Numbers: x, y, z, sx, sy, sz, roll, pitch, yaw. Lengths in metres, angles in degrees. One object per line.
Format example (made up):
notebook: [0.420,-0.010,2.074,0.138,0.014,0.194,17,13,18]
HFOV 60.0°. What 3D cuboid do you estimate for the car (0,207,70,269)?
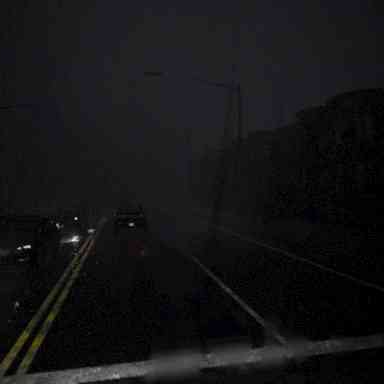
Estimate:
car: [-5.593,1.489,10.919,2.128,1.511,4.902,-1,0,-12]

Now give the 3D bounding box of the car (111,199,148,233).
car: [-3.596,1.431,19.294,2.128,1.511,4.902,-1,0,-12]

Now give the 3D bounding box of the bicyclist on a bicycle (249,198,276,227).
bicyclist on a bicycle: [3.967,1.177,18.751,1.656,1.620,0.582,-1,0,-12]

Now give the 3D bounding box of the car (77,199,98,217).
car: [-9.760,1.420,30.538,1.882,1.535,5.008,-1,0,-12]

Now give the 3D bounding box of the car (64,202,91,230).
car: [-7.664,1.571,20.655,1.895,1.301,4.718,-1,0,-12]

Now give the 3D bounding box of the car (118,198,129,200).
car: [-8.923,1.434,44.147,1.994,1.385,4.181,-1,0,-12]
